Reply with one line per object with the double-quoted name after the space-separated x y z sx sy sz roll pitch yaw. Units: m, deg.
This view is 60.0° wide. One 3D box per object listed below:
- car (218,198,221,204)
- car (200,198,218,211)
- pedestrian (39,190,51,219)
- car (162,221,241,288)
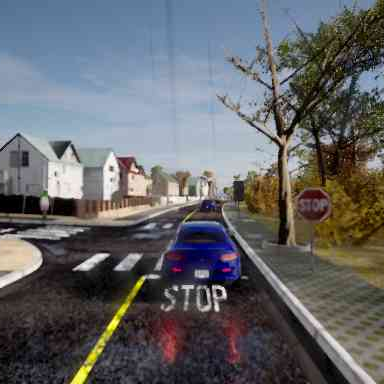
5.118 1.873 69.708 1.895 1.301 4.718 0 0 9 "car"
2.023 1.608 41.900 1.812 1.442 4.674 0 0 5 "car"
-9.383 0.776 21.164 0.375 1.860 0.375 0 -3 1 "pedestrian"
0.246 1.529 9.183 1.812 1.442 4.674 0 0 1 "car"
